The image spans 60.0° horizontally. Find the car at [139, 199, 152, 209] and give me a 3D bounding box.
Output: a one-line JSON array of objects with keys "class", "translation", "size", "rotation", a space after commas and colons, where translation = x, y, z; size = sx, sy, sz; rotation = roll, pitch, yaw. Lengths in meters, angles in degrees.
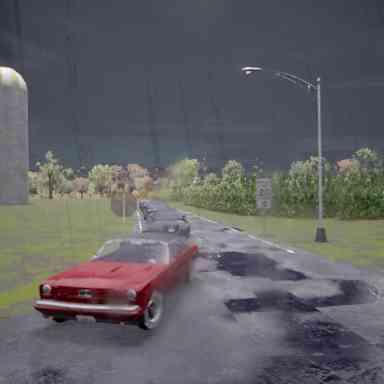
[{"class": "car", "translation": [-4.389, 1.708, 35.731], "size": [2.033, 1.411, 5.357], "rotation": [-1, 0, -10]}]

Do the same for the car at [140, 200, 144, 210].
[{"class": "car", "translation": [-3.361, 1.699, 29.864], "size": [1.994, 1.385, 4.181], "rotation": [-1, 0, -10]}]

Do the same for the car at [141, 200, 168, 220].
[{"class": "car", "translation": [-2.259, 1.600, 23.440], "size": [2.128, 1.511, 4.902], "rotation": [-1, 0, -10]}]

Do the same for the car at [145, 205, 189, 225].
[{"class": "car", "translation": [-1.314, 1.648, 17.793], "size": [1.994, 1.385, 4.181], "rotation": [-1, 0, -10]}]

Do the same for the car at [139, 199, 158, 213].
[{"class": "car", "translation": [-5.533, 1.680, 42.085], "size": [2.128, 1.511, 4.902], "rotation": [-1, 0, -10]}]

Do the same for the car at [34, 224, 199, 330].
[{"class": "car", "translation": [-1.177, 1.654, 7.274], "size": [1.895, 1.301, 4.718], "rotation": [0, 0, 12]}]

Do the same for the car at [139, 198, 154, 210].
[{"class": "car", "translation": [-6.650, 1.693, 48.172], "size": [1.882, 1.535, 5.008], "rotation": [-1, 0, -10]}]
